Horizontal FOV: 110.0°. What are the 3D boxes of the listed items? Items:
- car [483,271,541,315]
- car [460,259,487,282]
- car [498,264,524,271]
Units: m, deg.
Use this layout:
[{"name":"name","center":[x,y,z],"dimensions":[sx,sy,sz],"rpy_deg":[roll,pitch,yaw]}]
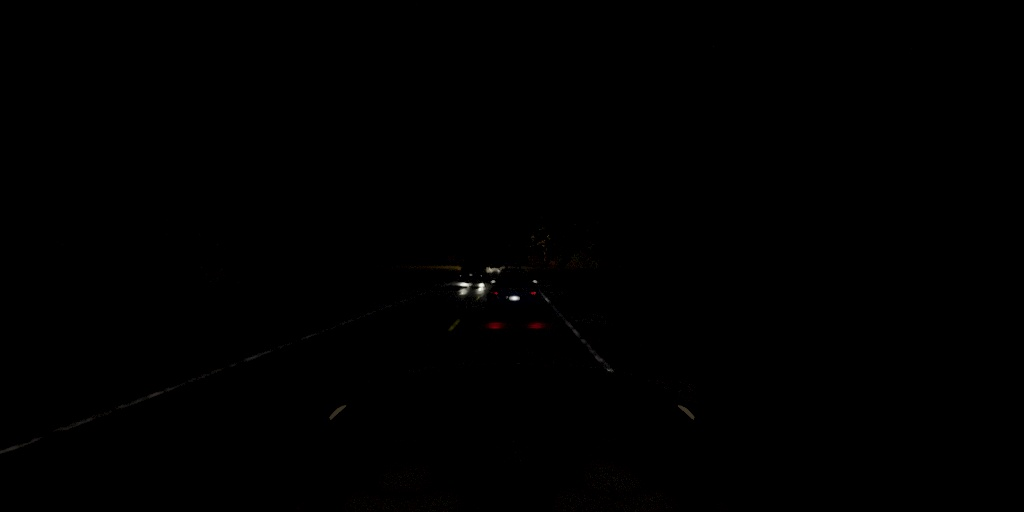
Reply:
[{"name":"car","center":[0.093,1.458,14.413],"dimensions":[1.994,1.385,4.181],"rpy_deg":[0,-1,0]},{"name":"car","center":[-3.600,1.343,34.172],"dimensions":[2.150,2.045,5.566],"rpy_deg":[0,-1,0]},{"name":"car","center":[0.095,1.602,33.214],"dimensions":[2.128,1.511,4.902],"rpy_deg":[0,-1,0]}]
